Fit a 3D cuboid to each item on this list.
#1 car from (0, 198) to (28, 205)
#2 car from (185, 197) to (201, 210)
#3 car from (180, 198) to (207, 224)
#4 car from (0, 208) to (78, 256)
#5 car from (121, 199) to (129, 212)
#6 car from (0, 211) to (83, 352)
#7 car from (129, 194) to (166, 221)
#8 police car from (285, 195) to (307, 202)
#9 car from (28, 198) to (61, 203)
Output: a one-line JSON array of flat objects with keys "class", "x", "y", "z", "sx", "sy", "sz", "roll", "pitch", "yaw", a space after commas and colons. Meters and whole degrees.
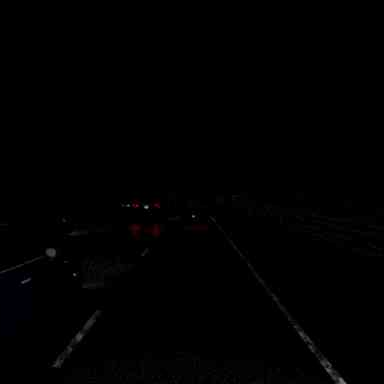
[{"class": "car", "x": -21.084, "y": 1.482, "z": 40.940, "sx": 1.837, "sy": 1.490, "sz": 4.892, "roll": 0, "pitch": 0, "yaw": 0}, {"class": "car", "x": 0.105, "y": 1.454, "z": 42.590, "sx": 1.882, "sy": 1.535, "sz": 5.008, "roll": 0, "pitch": 0, "yaw": 0}, {"class": "car", "x": 0.103, "y": 1.471, "z": 24.643, "sx": 1.882, "sy": 1.535, "sz": 5.008, "roll": 0, "pitch": 0, "yaw": 0}, {"class": "car", "x": -6.896, "y": 1.545, "z": 14.459, "sx": 2.033, "sy": 1.411, "sz": 5.357, "roll": 0, "pitch": 0, "yaw": 0}, {"class": "car", "x": -6.895, "y": 1.528, "z": 38.709, "sx": 2.033, "sy": 1.411, "sz": 5.357, "roll": 0, "pitch": 0, "yaw": 0}, {"class": "car", "x": -3.399, "y": 1.352, "z": 5.371, "sx": 2.097, "sy": 1.767, "sz": 4.553, "roll": 0, "pitch": 0, "yaw": 0}, {"class": "car", "x": -3.408, "y": 1.212, "z": 27.462, "sx": 2.150, "sy": 2.045, "sz": 5.566, "roll": 0, "pitch": 0, "yaw": 0}, {"class": "police car", "x": 18.496, "y": 0.991, "z": 59.760, "sx": 1.930, "sy": 1.638, "sz": 5.238, "roll": 0, "pitch": -2, "yaw": -17}, {"class": "car", "x": -17.585, "y": 1.469, "z": 40.942, "sx": 2.128, "sy": 1.511, "sz": 4.902, "roll": 0, "pitch": 0, "yaw": 0}]
